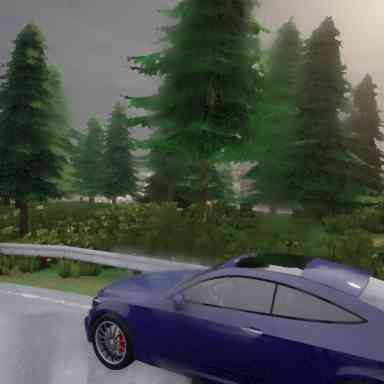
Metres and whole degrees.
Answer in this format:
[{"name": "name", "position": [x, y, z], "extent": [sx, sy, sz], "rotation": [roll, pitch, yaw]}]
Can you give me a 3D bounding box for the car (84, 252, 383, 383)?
[{"name": "car", "position": [0.779, 1.499, 4.083], "extent": [4.674, 1.442, 1.812], "rotation": [1, 1, 31]}]
